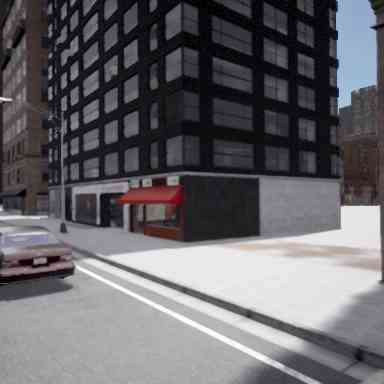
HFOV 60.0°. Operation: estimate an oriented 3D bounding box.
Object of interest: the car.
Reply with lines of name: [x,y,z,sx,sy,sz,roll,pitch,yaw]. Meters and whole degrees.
car: [-5.094,1.708,9.843,2.033,1.411,5.357,0,-1,-37]
